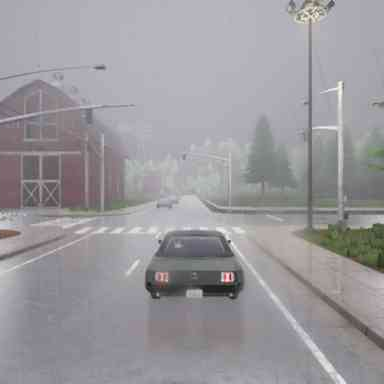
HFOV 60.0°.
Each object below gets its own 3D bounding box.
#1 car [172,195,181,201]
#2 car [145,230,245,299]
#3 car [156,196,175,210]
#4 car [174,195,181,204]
[{"bbox_3d":[-3.507,1.386,76.904,1.994,1.385,4.181,0,0,0],"label":"car"},{"bbox_3d":[0.066,1.599,8.378,1.895,1.301,4.718,0,0,0],"label":"car"},{"bbox_3d":[-3.598,1.518,43.889,1.812,1.442,4.674,0,0,0],"label":"car"},{"bbox_3d":[-3.566,1.513,61.055,1.812,1.442,4.674,0,0,0],"label":"car"}]
